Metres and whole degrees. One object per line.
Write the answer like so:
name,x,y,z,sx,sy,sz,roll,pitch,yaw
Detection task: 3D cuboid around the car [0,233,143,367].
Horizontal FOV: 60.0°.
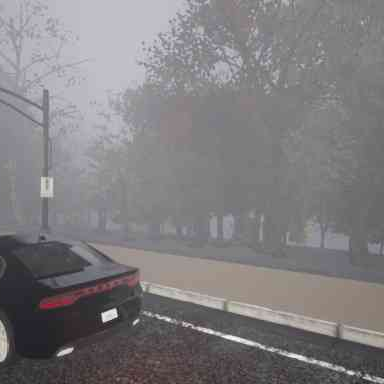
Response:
car,-3.076,1.477,5.871,5.008,1.535,1.882,0,0,37
